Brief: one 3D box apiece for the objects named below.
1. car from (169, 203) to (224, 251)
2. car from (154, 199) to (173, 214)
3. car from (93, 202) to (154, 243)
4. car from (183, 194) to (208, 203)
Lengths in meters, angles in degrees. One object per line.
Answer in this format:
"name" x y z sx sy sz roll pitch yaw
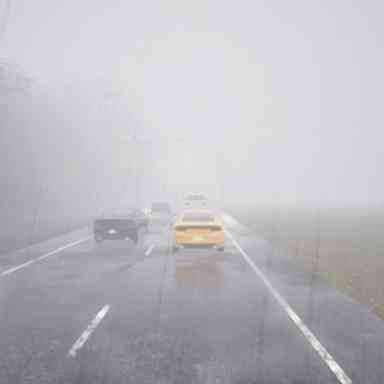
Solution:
"car" 0.241 1.462 13.999 1.882 1.535 5.008 0 0 0
"car" -3.127 1.437 34.887 1.882 1.535 5.008 0 0 0
"car" -3.245 1.457 16.085 1.882 1.535 5.008 0 0 0
"car" 0.358 1.186 32.517 2.150 2.045 5.566 0 0 0
